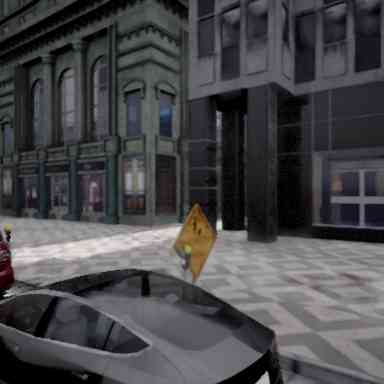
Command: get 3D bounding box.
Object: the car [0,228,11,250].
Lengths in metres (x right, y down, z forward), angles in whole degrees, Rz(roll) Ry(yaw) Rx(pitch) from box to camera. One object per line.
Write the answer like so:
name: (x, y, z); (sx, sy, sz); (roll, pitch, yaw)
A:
car: (-5.755, 1.369, 7.062); (5.009, 1.841, 2.192); (0, 0, 35)

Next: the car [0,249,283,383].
car: (-1.163, 1.585, 3.790); (4.313, 1.339, 1.947); (0, 0, 35)

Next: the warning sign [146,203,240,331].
warning sign: (0.047, 1.135, 5.764); (1.060, 1.860, 1.300); (0, 0, 35)
